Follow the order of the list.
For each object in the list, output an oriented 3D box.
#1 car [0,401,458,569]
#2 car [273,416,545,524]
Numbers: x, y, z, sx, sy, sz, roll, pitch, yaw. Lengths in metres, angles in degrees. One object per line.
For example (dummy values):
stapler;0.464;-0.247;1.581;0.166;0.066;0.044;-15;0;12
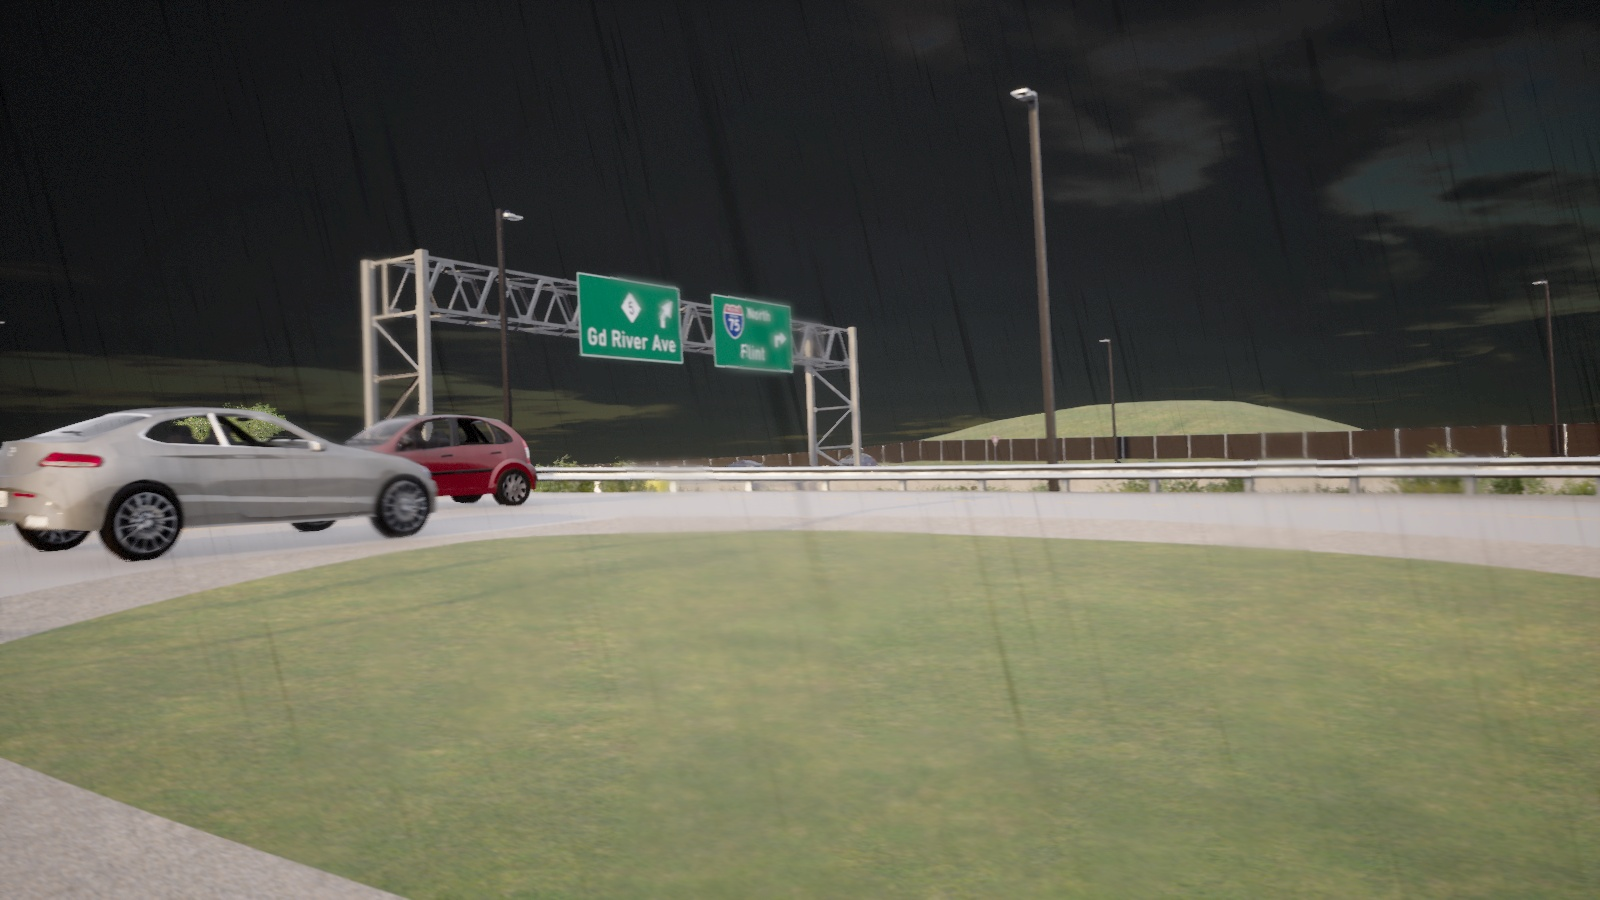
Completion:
car;-6.803;0.287;14.983;2.152;1.651;5.027;0;1;34
car;-6.572;0.283;21.393;1.851;1.617;3.988;-1;1;43
